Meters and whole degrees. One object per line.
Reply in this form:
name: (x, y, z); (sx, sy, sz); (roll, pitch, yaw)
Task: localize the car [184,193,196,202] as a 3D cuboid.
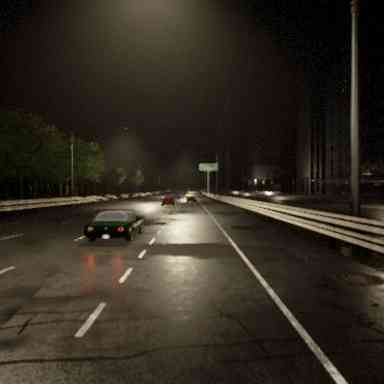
car: (-0.119, 1.327, 67.681); (1.895, 1.301, 4.718); (0, 0, 0)

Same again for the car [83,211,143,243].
car: (-3.510, 1.533, 15.792); (1.895, 1.301, 4.718); (0, 0, 0)

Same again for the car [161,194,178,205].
car: (-3.630, 1.321, 51.777); (1.812, 1.442, 4.674); (0, 0, 0)

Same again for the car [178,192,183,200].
car: (-3.822, 1.137, 82.203); (1.882, 1.535, 5.008); (0, 0, 0)
